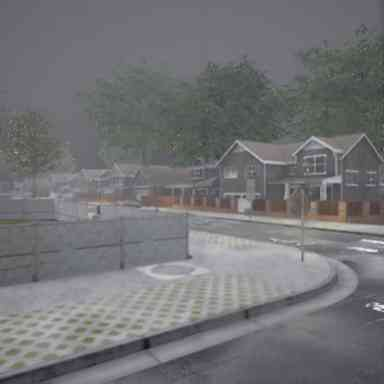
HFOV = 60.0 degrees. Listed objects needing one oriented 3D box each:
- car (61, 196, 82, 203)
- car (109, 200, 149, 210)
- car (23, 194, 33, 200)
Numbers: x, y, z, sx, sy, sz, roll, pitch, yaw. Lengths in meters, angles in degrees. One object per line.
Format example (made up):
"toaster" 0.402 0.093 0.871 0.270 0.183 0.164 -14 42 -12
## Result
"car" -15.929 1.340 44.010 1.837 1.490 4.892 0 1 -35
"car" -5.687 1.421 29.362 2.033 1.411 5.357 0 0 -35
"car" -35.204 1.132 71.505 2.033 1.411 5.357 0 0 -35
